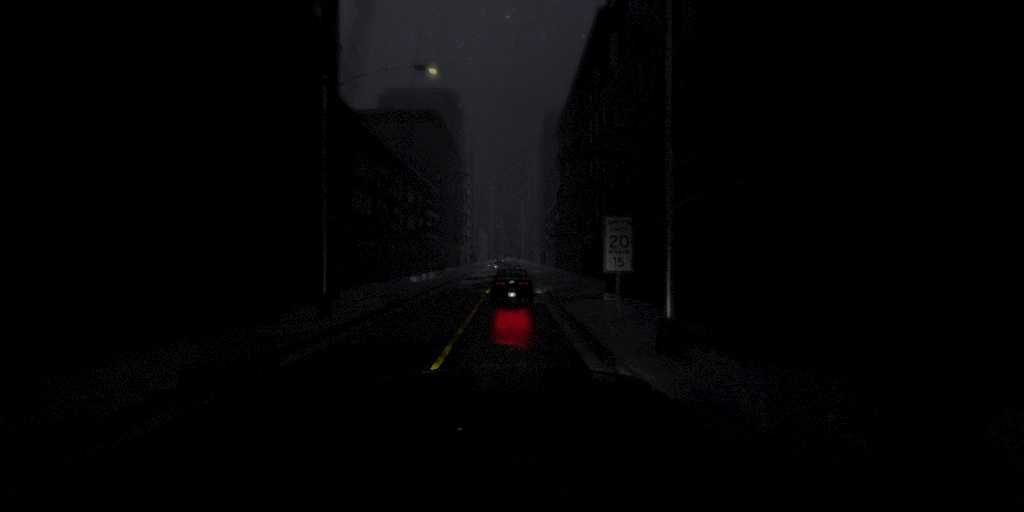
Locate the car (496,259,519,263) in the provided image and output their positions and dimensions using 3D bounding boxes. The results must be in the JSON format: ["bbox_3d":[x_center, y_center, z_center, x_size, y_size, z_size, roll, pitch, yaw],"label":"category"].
[{"bbox_3d":[0.000,1.247,31.500,2.128,1.511,4.902,0,0,0],"label":"car"}]

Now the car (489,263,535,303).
[{"bbox_3d":[0.000,1.266,16.500,1.837,1.490,4.892,0,0,0],"label":"car"}]
